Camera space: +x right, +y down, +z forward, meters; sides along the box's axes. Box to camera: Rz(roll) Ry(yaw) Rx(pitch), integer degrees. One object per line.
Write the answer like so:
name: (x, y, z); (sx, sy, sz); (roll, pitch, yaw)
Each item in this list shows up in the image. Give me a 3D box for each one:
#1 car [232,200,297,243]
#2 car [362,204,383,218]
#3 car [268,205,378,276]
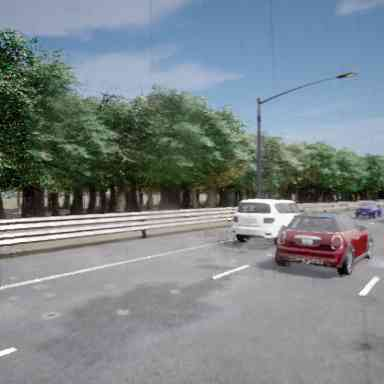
car: (4.094, 1.384, 16.290); (2.150, 2.045, 5.566); (0, -1, 38)
car: (17.976, 1.911, 33.769); (1.812, 1.442, 4.674); (0, -1, 39)
car: (4.586, 1.465, 11.174); (2.097, 1.767, 4.553); (0, -1, 38)
